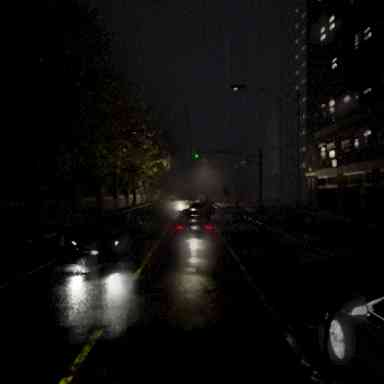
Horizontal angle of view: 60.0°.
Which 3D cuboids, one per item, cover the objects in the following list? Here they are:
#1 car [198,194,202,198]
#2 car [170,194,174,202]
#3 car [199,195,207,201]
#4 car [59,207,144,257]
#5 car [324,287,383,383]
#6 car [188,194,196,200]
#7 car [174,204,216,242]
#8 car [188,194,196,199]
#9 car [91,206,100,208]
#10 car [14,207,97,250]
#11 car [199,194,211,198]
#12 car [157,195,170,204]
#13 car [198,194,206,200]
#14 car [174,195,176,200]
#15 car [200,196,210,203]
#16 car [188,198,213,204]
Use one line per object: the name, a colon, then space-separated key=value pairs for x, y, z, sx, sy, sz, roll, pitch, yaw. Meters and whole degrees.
car: x=2.698 y=1.530 z=63.160 sx=1.947 sy=1.339 sz=4.313 roll=0 pitch=0 yaw=0
car: x=-5.680 y=1.406 z=74.426 sx=1.967 sy=1.590 sz=4.097 roll=0 pitch=0 yaw=0
car: x=2.701 y=1.515 z=85.691 sx=1.887 sy=1.381 sz=4.507 roll=0 pitch=0 yaw=0
car: x=-3.091 y=1.534 z=13.183 sx=2.033 sy=1.411 sz=5.357 roll=0 pitch=0 yaw=0
car: x=2.692 y=1.548 z=2.996 sx=2.008 sy=1.369 sz=4.403 roll=0 pitch=0 yaw=0
car: x=0.010 y=1.390 z=94.814 sx=2.033 sy=1.411 sz=5.357 roll=0 pitch=0 yaw=0
car: x=0.102 y=1.531 z=16.222 sx=2.033 sy=1.411 sz=5.357 roll=0 pitch=0 yaw=0
car: x=0.009 y=1.438 z=84.398 sx=1.882 sy=1.535 sz=5.008 roll=0 pitch=0 yaw=0
car: x=-5.815 y=1.526 z=19.610 sx=1.887 sy=1.381 sz=4.507 roll=0 pitch=0 yaw=0
car: x=-5.764 y=1.536 z=14.070 sx=2.008 sy=1.369 sz=4.403 roll=0 pitch=0 yaw=0
car: x=2.698 y=1.531 z=57.527 sx=1.947 sy=1.339 sz=4.313 roll=0 pitch=0 yaw=0
car: x=-5.682 y=1.546 z=63.161 sx=1.802 sy=1.307 sz=4.206 roll=0 pitch=0 yaw=0
car: x=2.702 y=1.414 z=91.322 sx=1.967 sy=1.590 sz=4.097 roll=0 pitch=0 yaw=0
car: x=-5.679 y=1.495 z=85.521 sx=1.752 sy=1.417 sz=4.829 roll=0 pitch=0 yaw=0
car: x=2.699 y=1.531 z=68.793 sx=1.947 sy=1.339 sz=4.313 roll=0 pitch=0 yaw=0
car: x=0.966 y=1.537 z=31.252 sx=1.994 sy=1.385 sz=4.181 roll=0 pitch=0 yaw=13
